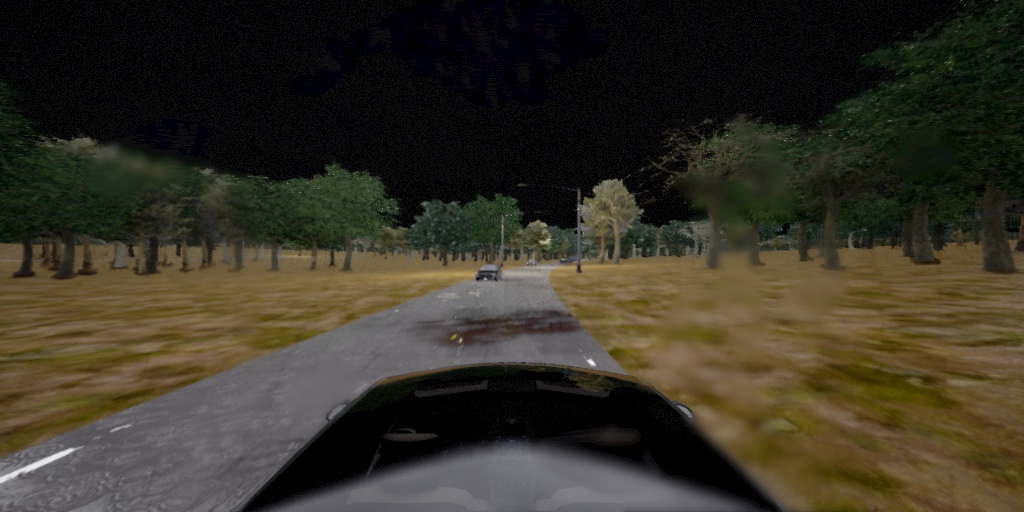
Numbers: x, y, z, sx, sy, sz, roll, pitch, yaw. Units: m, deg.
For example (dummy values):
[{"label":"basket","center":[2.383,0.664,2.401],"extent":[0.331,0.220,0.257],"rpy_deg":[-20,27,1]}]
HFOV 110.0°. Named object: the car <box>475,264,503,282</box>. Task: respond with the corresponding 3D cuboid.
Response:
[{"label":"car","center":[-1.881,1.432,30.934],"extent":[2.033,1.411,5.357],"rpy_deg":[0,0,5]}]
